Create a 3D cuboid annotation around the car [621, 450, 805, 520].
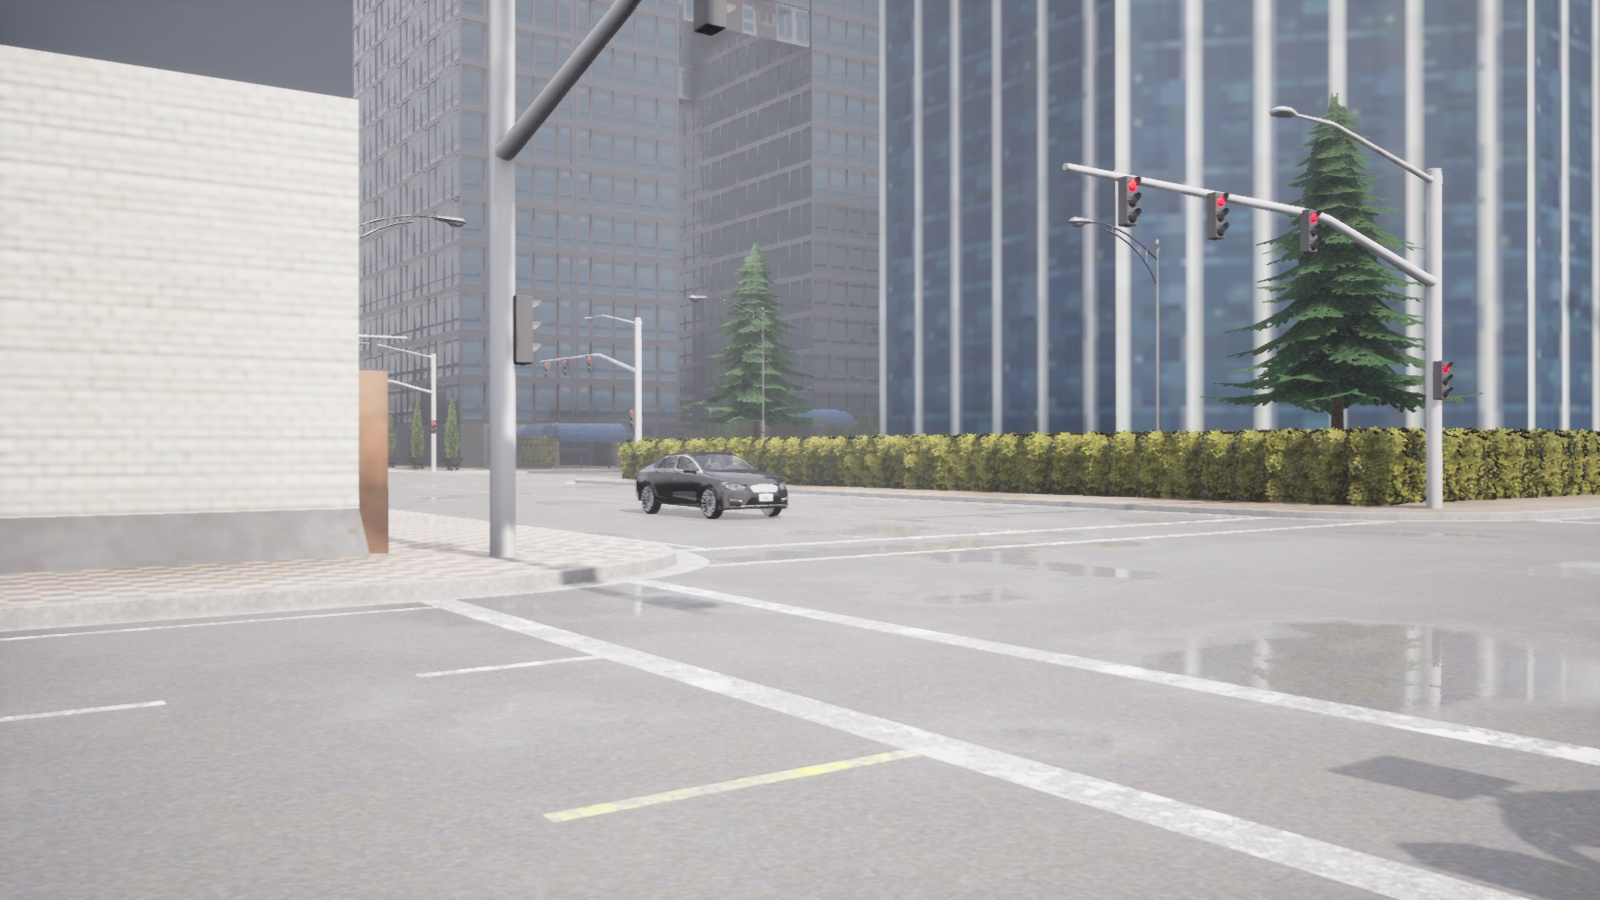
[{"bbox_3d":[-2.165,0.763,29.713,2.128,1.511,4.902,0,0,-35],"label":"car"}]
